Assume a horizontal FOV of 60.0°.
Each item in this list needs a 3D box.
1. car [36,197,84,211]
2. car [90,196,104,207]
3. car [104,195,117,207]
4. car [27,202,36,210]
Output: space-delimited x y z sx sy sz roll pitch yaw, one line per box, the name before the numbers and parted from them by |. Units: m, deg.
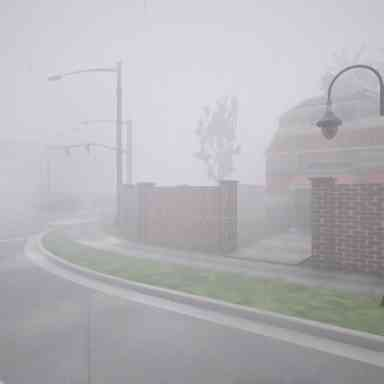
car | -14.990 1.373 38.642 1.837 1.490 4.892 0 1 36
car | -12.321 1.268 47.977 1.837 1.490 4.892 0 1 37
car | -9.412 1.285 46.028 1.812 1.442 4.674 0 1 37
car | -17.720 1.397 40.829 1.812 1.442 4.674 0 1 37
